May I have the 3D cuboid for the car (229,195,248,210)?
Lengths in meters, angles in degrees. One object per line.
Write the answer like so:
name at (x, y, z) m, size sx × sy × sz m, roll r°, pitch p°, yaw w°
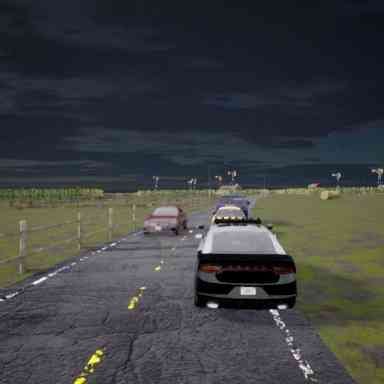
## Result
car at (6.186, 1.309, 43.871) m, size 2.097 × 1.767 × 4.553 m, roll 0°, pitch 0°, yaw 12°

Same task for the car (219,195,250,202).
car at (2.913, 1.206, 23.621) m, size 2.150 × 2.045 × 5.566 m, roll 0°, pitch 0°, yaw 10°

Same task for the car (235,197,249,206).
car at (8.113, 1.507, 53.613) m, size 1.994 × 1.385 × 4.181 m, roll 0°, pitch 0°, yaw 12°

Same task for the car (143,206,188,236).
car at (-1.337, 1.514, 18.520) m, size 1.812 × 1.442 × 4.674 m, roll 0°, pitch 0°, yaw 8°

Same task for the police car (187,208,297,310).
police car at (1.086, 1.423, 8.056) m, size 1.930 × 1.638 × 5.238 m, roll 0°, pitch 0°, yaw 4°

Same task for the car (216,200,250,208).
car at (2.047, 1.444, 17.937) m, size 1.801 × 1.575 × 5.366 m, roll 0°, pitch 0°, yaw 7°
